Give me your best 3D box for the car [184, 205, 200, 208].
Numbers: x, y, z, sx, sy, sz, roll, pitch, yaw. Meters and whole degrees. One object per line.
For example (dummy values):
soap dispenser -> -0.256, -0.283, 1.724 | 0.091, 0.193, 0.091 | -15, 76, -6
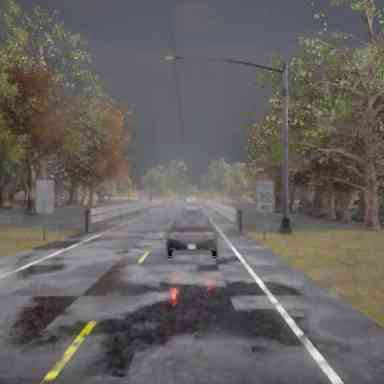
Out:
car -> 0.023, 1.818, 28.897 | 1.812, 1.442, 4.674 | 0, 0, 1

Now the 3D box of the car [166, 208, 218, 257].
car -> 0.021, 1.631, 13.500 | 2.128, 1.511, 4.902 | 0, 0, 1
